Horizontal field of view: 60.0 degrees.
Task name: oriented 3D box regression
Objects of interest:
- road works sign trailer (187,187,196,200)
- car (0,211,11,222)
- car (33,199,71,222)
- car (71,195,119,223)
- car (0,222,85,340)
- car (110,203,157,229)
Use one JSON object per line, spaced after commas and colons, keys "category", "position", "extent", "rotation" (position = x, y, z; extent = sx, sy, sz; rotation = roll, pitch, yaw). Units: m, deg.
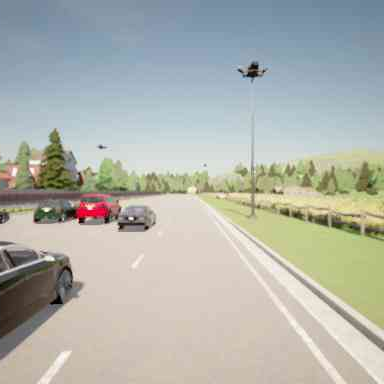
{"category": "road works sign trailer", "position": [-0.018, 0.422, 88.107], "extent": [2.380, 3.560, 2.880], "rotation": [0, 0, 0]}
{"category": "car", "position": [-13.939, 1.537, 21.352], "extent": [2.033, 1.411, 5.357], "rotation": [0, 0, 0]}
{"category": "car", "position": [-10.421, 1.340, 25.955], "extent": [2.097, 1.767, 4.553], "rotation": [0, 0, 0]}
{"category": "car", "position": [-6.920, 1.208, 25.265], "extent": [2.150, 2.045, 5.566], "rotation": [0, 0, 0]}
{"category": "car", "position": [-3.445, 1.488, 5.185], "extent": [2.128, 1.511, 4.902], "rotation": [0, 0, 0]}
{"category": "car", "position": [-3.439, 1.537, 21.357], "extent": [2.033, 1.411, 5.357], "rotation": [0, 0, 0]}
